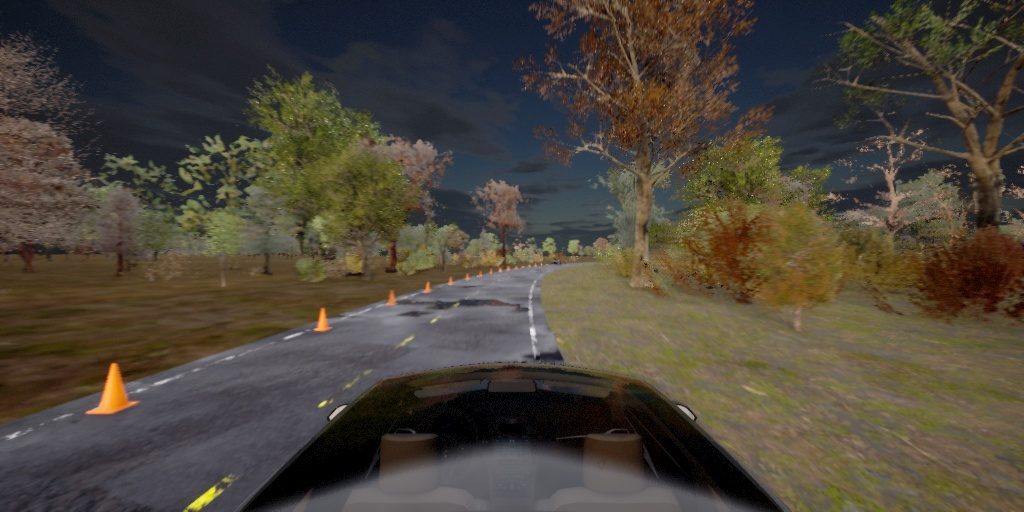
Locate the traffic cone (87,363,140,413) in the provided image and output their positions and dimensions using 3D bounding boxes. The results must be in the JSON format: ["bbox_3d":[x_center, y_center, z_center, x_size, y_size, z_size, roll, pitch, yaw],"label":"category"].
[{"bbox_3d":[-5.217,1.699,4.704,0.340,0.580,0.340,0,0,0],"label":"traffic cone"}]

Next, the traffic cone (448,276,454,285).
[{"bbox_3d":[-4.253,1.704,24.918,0.340,0.580,0.340,0,0,5],"label":"traffic cone"}]

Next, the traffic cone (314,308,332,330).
[{"bbox_3d":[-5.147,1.700,9.764,0.340,0.580,0.340,0,0,1],"label":"traffic cone"}]

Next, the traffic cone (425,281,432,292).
[{"bbox_3d":[-4.665,1.702,19.874,0.340,0.580,0.340,0,0,4],"label":"traffic cone"}]

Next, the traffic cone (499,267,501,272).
[{"bbox_3d":[-1.467,1.709,44.963,0.340,0.580,0.340,0,0,11],"label":"traffic cone"}]

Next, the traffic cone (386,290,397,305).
[{"bbox_3d":[-4.963,1.701,14.822,0.340,0.580,0.340,0,0,3],"label":"traffic cone"}]

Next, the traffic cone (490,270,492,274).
[{"bbox_3d":[-2.333,1.707,39.976,0.340,0.580,0.340,0,0,9],"label":"traffic cone"}]

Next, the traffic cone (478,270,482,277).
[{"bbox_3d":[-3.087,1.706,34.972,0.340,0.580,0.340,0,0,8],"label":"traffic cone"}]

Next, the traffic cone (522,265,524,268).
[{"bbox_3d":[1.804,1.714,59.786,0.340,0.580,0.340,0,0,14],"label":"traffic cone"}]

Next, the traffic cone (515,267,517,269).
[{"bbox_3d":[0.602,1.712,54.870,0.340,0.580,0.340,0,0,13],"label":"traffic cone"}]

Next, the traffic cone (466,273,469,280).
[{"bbox_3d":[-3.727,1.705,29.952,0.340,0.580,0.340,0,0,7],"label":"traffic cone"}]
